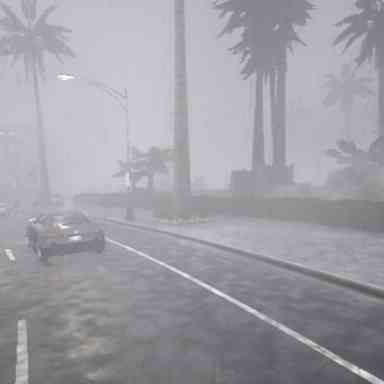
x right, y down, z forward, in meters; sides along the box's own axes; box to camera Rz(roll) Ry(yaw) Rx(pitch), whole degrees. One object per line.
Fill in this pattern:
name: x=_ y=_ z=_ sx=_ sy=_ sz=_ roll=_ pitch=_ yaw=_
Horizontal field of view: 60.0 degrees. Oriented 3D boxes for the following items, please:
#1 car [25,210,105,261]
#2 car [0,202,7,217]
car: x=-4.521 y=1.324 z=11.566 sx=1.994 sy=1.385 sz=4.181 roll=-3 pitch=2 yaw=-32
car: x=-15.385 y=1.177 z=24.829 sx=4.674 sy=1.442 sz=1.812 roll=0 pitch=2 yaw=44
